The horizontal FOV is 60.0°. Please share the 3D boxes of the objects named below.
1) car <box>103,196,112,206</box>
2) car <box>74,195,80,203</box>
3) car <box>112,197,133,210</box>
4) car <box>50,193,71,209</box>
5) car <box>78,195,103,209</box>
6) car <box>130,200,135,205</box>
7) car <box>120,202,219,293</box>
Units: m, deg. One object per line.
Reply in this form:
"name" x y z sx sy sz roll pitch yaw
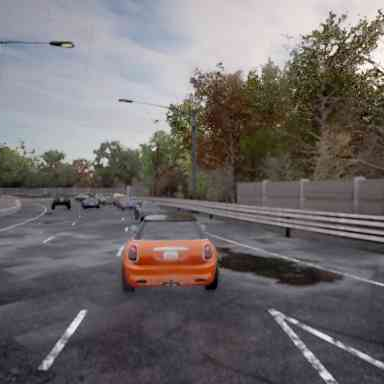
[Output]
"car" -12.885 1.354 50.217 2.128 1.511 4.902 0 0 -27
"car" -21.267 1.300 63.896 1.882 1.535 5.008 0 0 -35
"car" -7.629 1.443 38.778 2.033 1.411 5.357 0 0 -21
"car" -17.116 1.100 43.294 2.150 2.045 5.566 0 0 -25
"car" -13.213 1.445 43.017 1.994 1.385 4.181 0 0 -24
"car" -3.249 1.497 25.302 1.994 1.385 4.181 0 0 -17
"car" -0.626 1.328 9.023 2.097 1.767 4.553 0 0 -5
